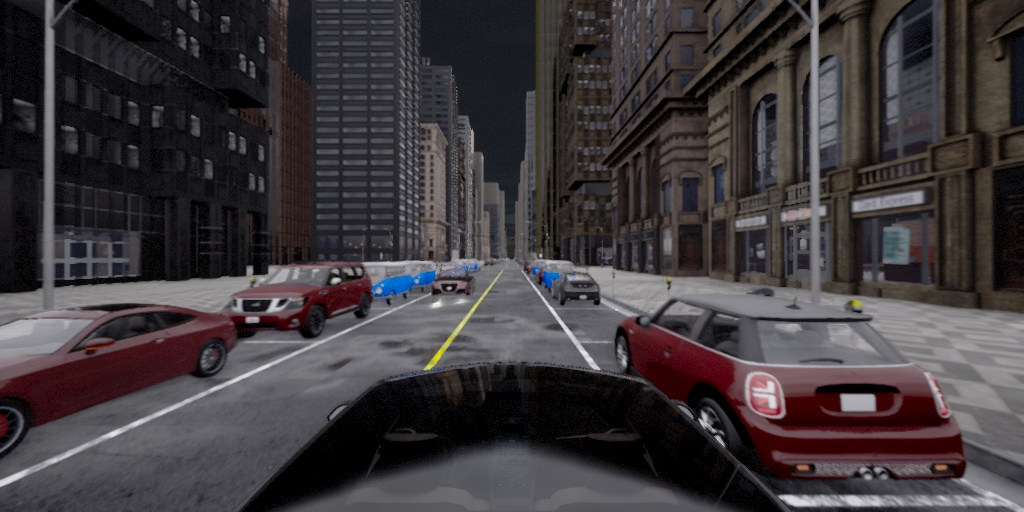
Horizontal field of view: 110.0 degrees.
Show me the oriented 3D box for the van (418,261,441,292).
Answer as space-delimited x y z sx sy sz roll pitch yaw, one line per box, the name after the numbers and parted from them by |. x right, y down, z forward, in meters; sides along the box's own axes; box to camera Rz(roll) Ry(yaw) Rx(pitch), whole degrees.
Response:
-5.745 1.191 21.828 1.690 1.789 3.998 0 0 0 | van

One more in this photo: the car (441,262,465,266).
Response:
-5.735 1.491 33.182 1.802 1.307 4.207 0 0 0 | car

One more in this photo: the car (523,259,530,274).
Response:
2.800 1.408 44.539 1.967 1.591 4.097 0 0 0 | car

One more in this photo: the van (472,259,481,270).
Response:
-5.720 1.340 50.214 1.690 1.789 3.998 0 0 0 | van

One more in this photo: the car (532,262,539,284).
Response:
2.785 1.424 27.507 1.888 1.381 4.507 0 0 0 | car

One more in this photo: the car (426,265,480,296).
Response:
-3.084 1.403 19.642 1.994 1.385 4.181 0 0 0 | car

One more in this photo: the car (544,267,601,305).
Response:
2.776 1.372 16.152 2.007 1.370 4.403 0 0 0 | car

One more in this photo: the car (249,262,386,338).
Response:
-5.754 1.108 10.473 2.192 1.841 5.009 0 0 0 | car

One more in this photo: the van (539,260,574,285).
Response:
2.780 1.191 21.830 1.690 1.789 3.998 0 0 0 | van

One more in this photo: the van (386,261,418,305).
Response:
-5.749 1.163 16.151 1.690 1.789 3.998 0 0 0 | van

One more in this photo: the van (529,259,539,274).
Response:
2.790 1.249 33.184 1.690 1.789 3.998 0 0 0 | van

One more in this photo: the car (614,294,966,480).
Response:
2.766 1.205 4.796 1.967 1.591 4.097 0 0 0 | car

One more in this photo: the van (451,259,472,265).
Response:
-5.730 1.280 38.860 1.690 1.789 3.998 0 0 0 | van

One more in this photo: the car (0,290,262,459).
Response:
-5.759 1.348 4.796 1.802 1.307 4.207 0 0 0 | car

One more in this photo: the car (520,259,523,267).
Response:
2.810 1.344 55.894 2.192 1.841 5.009 0 0 0 | car
